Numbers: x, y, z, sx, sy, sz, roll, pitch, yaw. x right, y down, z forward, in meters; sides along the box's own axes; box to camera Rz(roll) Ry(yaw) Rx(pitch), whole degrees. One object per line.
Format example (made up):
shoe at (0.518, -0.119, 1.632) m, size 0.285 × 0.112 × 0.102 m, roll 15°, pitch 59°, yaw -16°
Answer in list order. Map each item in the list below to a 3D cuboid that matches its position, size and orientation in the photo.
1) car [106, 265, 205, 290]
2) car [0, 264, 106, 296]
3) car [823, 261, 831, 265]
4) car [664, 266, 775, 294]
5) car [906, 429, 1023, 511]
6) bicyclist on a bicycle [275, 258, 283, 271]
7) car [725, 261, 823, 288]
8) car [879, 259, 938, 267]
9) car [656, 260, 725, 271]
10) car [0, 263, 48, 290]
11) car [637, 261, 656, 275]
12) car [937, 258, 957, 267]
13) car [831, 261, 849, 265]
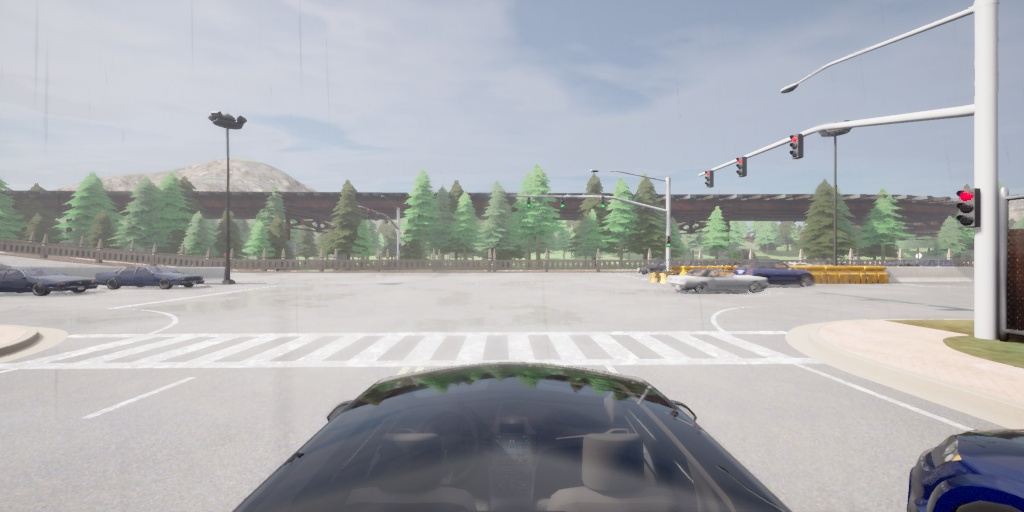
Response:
car at (-22.284, 1.293, 22.076) m, size 5.357 × 1.411 × 2.033 m, roll 0°, pitch 0°, yaw -2°
car at (-24.985, 1.290, 18.492) m, size 5.357 × 1.411 × 2.033 m, roll 0°, pitch 0°, yaw -2°
car at (24.013, 1.279, 30.700) m, size 4.674 × 1.442 × 1.812 m, roll 0°, pitch 0°, yaw -2°
car at (11.207, 1.353, 19.616) m, size 4.718 × 1.301 × 1.895 m, roll 0°, pitch 0°, yaw -2°
car at (3.600, 1.314, 0.578) m, size 1.994 × 1.385 × 4.181 m, roll 0°, pitch 0°, yaw 0°
bicyclist on a bicycle at (-28.452, 1.045, 43.880) m, size 0.582 × 1.620 × 1.656 m, roll 0°, pitch 0°, yaw -2°
car at (16.903, 1.103, 23.293) m, size 4.553 × 1.767 × 2.097 m, roll 0°, pitch 0°, yaw -2°
car at (33.219, 1.258, 30.999) m, size 4.892 × 1.490 × 1.837 m, roll 0°, pitch 0°, yaw -2°
car at (15.184, 1.105, 30.443) m, size 4.553 × 1.767 × 2.097 m, roll 0°, pitch 0°, yaw -2°
car at (-31.928, 1.172, 21.784) m, size 4.892 × 1.490 × 1.837 m, roll 2°, pitch 0°, yaw -2°
car at (15.576, 1.245, 37.459) m, size 4.902 × 1.511 × 2.128 m, roll 0°, pitch 0°, yaw -2°
car at (39.984, 1.105, 34.698) m, size 4.553 × 1.767 × 2.097 m, roll 0°, pitch 0°, yaw -2°
car at (30.016, 1.245, 34.403) m, size 4.902 × 1.511 × 2.128 m, roll 0°, pitch 0°, yaw -2°
